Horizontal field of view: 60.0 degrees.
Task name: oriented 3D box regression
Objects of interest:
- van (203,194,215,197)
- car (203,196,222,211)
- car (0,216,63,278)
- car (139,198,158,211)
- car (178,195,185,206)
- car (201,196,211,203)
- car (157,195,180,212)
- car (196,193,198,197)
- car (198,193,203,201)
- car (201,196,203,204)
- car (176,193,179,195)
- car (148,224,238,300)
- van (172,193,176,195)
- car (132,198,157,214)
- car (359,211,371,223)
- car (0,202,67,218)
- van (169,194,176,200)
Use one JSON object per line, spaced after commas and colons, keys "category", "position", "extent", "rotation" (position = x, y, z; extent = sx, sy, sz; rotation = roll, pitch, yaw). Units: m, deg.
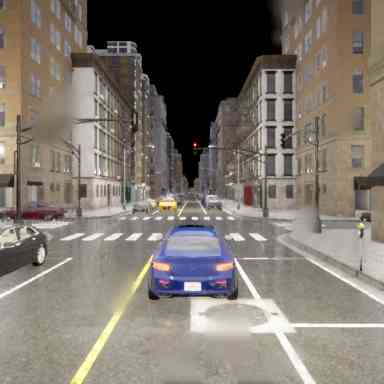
{"category": "van", "position": [2.756, 1.335, 46.477], "extent": [1.690, 1.788, 3.998], "rotation": [0, 0, 0]}
{"category": "car", "position": [2.741, 1.545, 41.071], "extent": [2.008, 1.369, 4.403], "rotation": [0, 0, 0]}
{"category": "car", "position": [-5.365, 1.550, 8.808], "extent": [2.008, 1.369, 4.403], "rotation": [0, 0, 0]}
{"category": "car", "position": [-5.294, 1.520, 40.920], "extent": [1.752, 1.417, 4.829], "rotation": [0, 0, 0]}
{"category": "car", "position": [-2.702, 1.557, 55.327], "extent": [1.994, 1.385, 4.181], "rotation": [0, 0, 0]}
{"category": "car", "position": [2.814, 1.557, 68.102], "extent": [1.947, 1.339, 4.313], "rotation": [0, 0, 0]}
{"category": "car", "position": [-2.753, 1.473, 38.579], "extent": [1.882, 1.535, 5.008], "rotation": [0, 0, 0]}
{"category": "car", "position": [2.888, 1.533, 95.133], "extent": [1.887, 1.381, 4.507], "rotation": [0, 0, 0]}
{"category": "car", "position": [2.800, 1.307, 62.696], "extent": [2.192, 1.841, 5.009], "rotation": [0, 0, 0]}
{"category": "car", "position": [2.770, 1.575, 51.883], "extent": [1.802, 1.307, 4.206], "rotation": [0, 0, 0]}
{"category": "car", "position": [-5.227, 1.305, 84.339], "extent": [2.192, 1.841, 5.009], "rotation": [0, 0, 0]}
{"category": "car", "position": [0.039, 1.525, 8.247], "extent": [1.812, 1.442, 4.674], "rotation": [0, 0, 1]}
{"category": "van", "position": [-5.235, 1.331, 78.933], "extent": [1.690, 1.788, 3.998], "rotation": [0, 0, 0]}
{"category": "car", "position": [-5.301, 1.546, 35.683], "extent": [2.008, 1.369, 4.403], "rotation": [0, 0, 0]}
{"category": "car", "position": [15.127, 1.636, 23.996], "extent": [5.357, 1.411, 2.033], "rotation": [0, 0, 0]}
{"category": "car", "position": [-11.642, 1.464, 24.421], "extent": [4.674, 1.442, 1.812], "rotation": [0, 0, -5]}
{"category": "van", "position": [-5.219, 1.330, 89.745], "extent": [1.690, 1.788, 3.998], "rotation": [0, 0, 0]}
